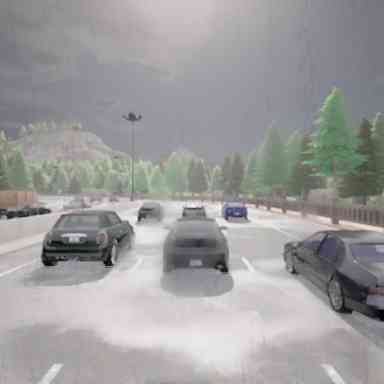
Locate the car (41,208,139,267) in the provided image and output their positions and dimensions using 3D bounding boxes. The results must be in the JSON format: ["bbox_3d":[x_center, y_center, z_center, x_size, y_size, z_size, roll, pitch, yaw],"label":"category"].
[{"bbox_3d":[-3.384,1.391,11.708,2.097,1.767,4.553,0,0,0],"label":"car"}]

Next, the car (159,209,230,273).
[{"bbox_3d":[0.113,1.545,10.814,1.837,1.490,4.892,0,0,0],"label":"car"}]

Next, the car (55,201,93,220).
[{"bbox_3d":[-10.552,1.619,30.137,1.812,1.442,4.674,0,0,0],"label":"car"}]

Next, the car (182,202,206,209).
[{"bbox_3d":[0.159,1.590,27.684,2.128,1.511,4.902,0,0,0],"label":"car"}]

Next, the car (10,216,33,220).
[{"bbox_3d":[-14.040,1.685,28.750,1.895,1.301,4.718,0,0,0],"label":"car"}]

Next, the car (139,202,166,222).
[{"bbox_3d":[-3.341,1.599,27.716,1.837,1.490,4.892,0,0,0],"label":"car"}]

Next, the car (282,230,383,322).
[{"bbox_3d":[3.599,1.580,7.600,2.033,1.411,5.357,0,0,0],"label":"car"}]

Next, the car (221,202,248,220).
[{"bbox_3d":[3.665,1.586,29.231,1.882,1.535,5.008,0,0,0],"label":"car"}]
